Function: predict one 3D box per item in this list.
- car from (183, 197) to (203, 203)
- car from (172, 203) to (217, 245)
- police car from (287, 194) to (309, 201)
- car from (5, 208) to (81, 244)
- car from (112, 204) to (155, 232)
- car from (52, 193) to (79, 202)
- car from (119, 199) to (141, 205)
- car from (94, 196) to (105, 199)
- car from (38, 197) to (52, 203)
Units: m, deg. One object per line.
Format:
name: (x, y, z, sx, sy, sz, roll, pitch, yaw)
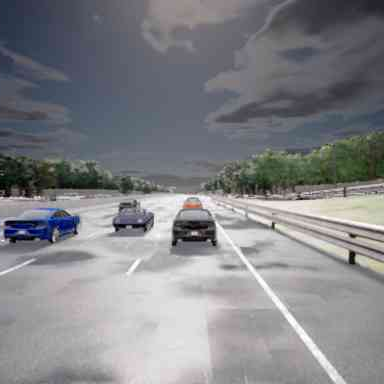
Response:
car: (0.098, 1.357, 36.545, 2.097, 1.767, 4.553, 0, 0, 0)
car: (0.099, 1.484, 15.630, 1.882, 1.535, 5.008, 0, 0, 0)
police car: (19.382, 0.998, 61.575, 2.038, 1.542, 4.974, 0, -2, -16)
car: (-6.901, 1.485, 15.972, 1.882, 1.535, 5.008, 0, 0, 0)
car: (-3.401, 1.608, 20.253, 1.895, 1.301, 4.718, 0, 0, 0)
car: (-21.041, 1.212, 56.513, 2.150, 2.045, 5.566, 0, 0, 1)
car: (-6.902, 1.510, 37.090, 1.837, 1.490, 4.892, 0, 0, 0)
car: (-17.512, 1.530, 63.166, 2.033, 1.411, 5.357, 0, 0, 0)
car: (-24.541, 1.555, 56.586, 1.994, 1.385, 4.181, 0, 0, 1)
